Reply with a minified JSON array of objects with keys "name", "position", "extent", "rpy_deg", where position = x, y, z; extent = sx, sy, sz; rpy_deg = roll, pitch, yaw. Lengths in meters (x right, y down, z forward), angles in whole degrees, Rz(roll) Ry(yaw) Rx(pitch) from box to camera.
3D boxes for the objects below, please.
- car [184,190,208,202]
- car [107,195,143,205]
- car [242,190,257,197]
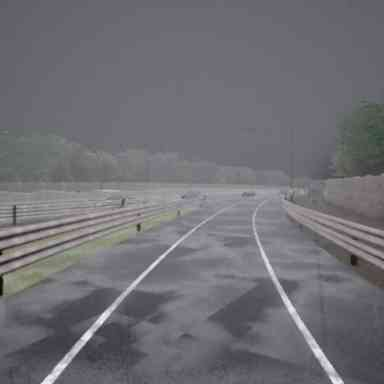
[{"name":"car","position":[0.659,0.600,52.140],"extent":[2.097,1.767,4.553],"rpy_deg":[1,2,31]},{"name":"car","position":[-7.673,1.040,38.512],"extent":[2.128,1.511,4.902],"rpy_deg":[1,2,31]},{"name":"car","position":[12.277,0.372,71.169],"extent":[1.812,1.442,4.674],"rpy_deg":[1,1,31]}]
